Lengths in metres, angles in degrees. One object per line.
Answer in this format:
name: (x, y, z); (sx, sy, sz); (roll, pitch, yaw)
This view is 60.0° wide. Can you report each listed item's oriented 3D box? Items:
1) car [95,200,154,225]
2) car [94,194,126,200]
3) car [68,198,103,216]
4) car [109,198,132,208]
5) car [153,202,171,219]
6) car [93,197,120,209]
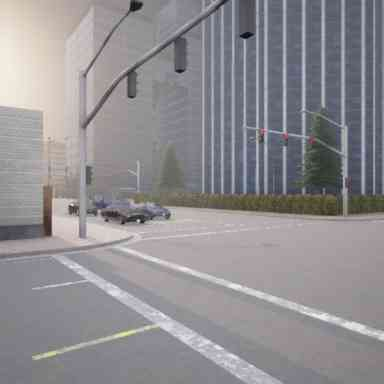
car: (-5.264, 1.606, 25.259); (2.033, 1.411, 5.357); (0, 0, -36)
car: (-9.330, 1.282, 36.945); (2.150, 2.045, 5.566); (0, 0, -36)
car: (-10.932, 1.564, 33.170); (1.837, 1.490, 4.892); (0, 0, -36)
car: (-11.227, 1.627, 51.901); (1.994, 1.385, 4.181); (0, 0, -36)
car: (-3.669, 1.586, 29.072); (1.812, 1.442, 4.674); (0, 0, -36)
car: (-12.157, 1.553, 47.196); (2.128, 1.511, 4.902); (0, 0, -36)
